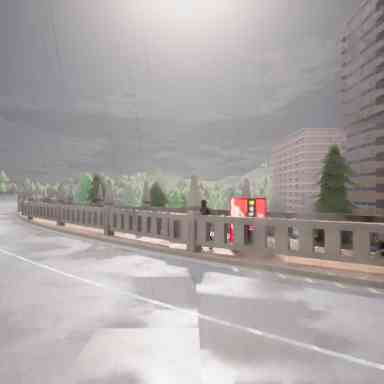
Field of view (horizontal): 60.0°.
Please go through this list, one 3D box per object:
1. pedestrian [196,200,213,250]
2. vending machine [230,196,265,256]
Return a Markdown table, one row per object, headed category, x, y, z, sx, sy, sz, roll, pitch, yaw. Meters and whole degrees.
| category | x | y | z | sx | sy | sz | roll | pitch | yaw |
| --- | --- | --- | --- | --- | --- | --- | --- | --- | --- |
| pedestrian | 0.451 | 1.141 | 11.832 | 0.375 | 1.860 | 0.375 | 0 | 0 | 41 |
| vending machine | 2.078 | 1.195 | 12.411 | 0.880 | 2.100 | 1.100 | 0 | 0 | 41 |
